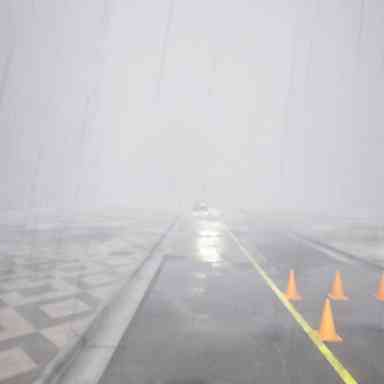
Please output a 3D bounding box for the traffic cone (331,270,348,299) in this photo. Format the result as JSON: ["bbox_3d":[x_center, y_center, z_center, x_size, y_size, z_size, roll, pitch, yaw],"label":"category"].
[{"bbox_3d":[3.171,1.994,7.247,0.340,0.580,0.340,1,0,1],"label":"traffic cone"}]

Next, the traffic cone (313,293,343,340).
[{"bbox_3d":[2.140,1.982,5.263,0.340,0.580,0.340,1,0,1],"label":"traffic cone"}]

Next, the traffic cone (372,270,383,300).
[{"bbox_3d":[4.171,2.004,7.231,0.340,0.580,0.340,1,0,1],"label":"traffic cone"}]

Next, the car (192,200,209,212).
[{"bbox_3d":[0.956,1.591,39.157,2.033,1.411,5.357,1,0,1],"label":"car"}]

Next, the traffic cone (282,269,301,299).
[{"bbox_3d":[2.172,1.983,7.263,0.340,0.580,0.340,1,0,1],"label":"traffic cone"}]
